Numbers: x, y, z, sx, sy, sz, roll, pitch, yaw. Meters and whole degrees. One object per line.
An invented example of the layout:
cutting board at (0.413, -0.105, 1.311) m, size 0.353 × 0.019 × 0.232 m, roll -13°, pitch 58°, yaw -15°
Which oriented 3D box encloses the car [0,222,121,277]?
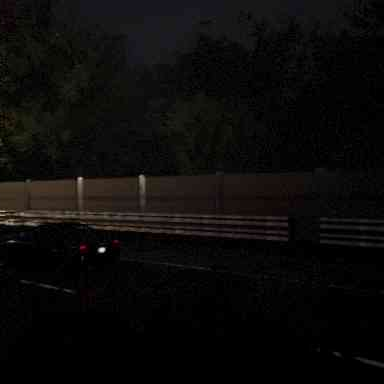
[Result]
car at (-4.299, 1.647, 10.484) m, size 4.181 × 1.385 × 1.994 m, roll -1°, pitch 0°, yaw 30°
